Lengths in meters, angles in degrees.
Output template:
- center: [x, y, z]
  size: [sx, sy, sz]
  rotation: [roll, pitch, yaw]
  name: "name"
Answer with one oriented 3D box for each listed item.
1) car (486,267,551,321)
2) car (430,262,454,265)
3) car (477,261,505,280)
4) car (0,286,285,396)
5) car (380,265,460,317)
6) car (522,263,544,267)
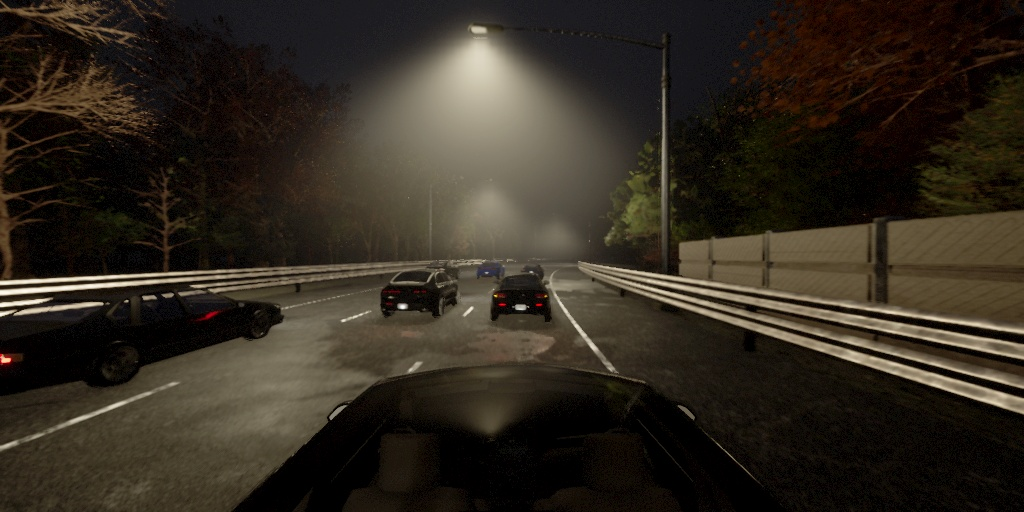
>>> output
- center: [0.317, 1.274, 12.342]
  size: [1.812, 1.442, 4.674]
  rotation: [0, 0, 2]
  name: "car"
- center: [-5.531, 1.204, 28.860]
  size: [2.128, 1.511, 4.902]
  rotation: [0, 0, 5]
  name: "car"
- center: [-1.749, 1.207, 31.278]
  size: [1.882, 1.535, 5.008]
  rotation: [0, 0, 6]
  name: "car"
- center: [-6.837, 1.278, 6.805]
  size: [2.033, 1.411, 5.357]
  rotation: [0, 0, 1]
  name: "car"
- center: [-3.142, 1.241, 13.006]
  size: [1.837, 1.490, 4.892]
  rotation: [0, 0, 2]
  name: "car"
- center: [1.839, 1.313, 31.797]
  size: [1.994, 1.385, 4.181]
  rotation: [0, 0, 7]
  name: "car"
